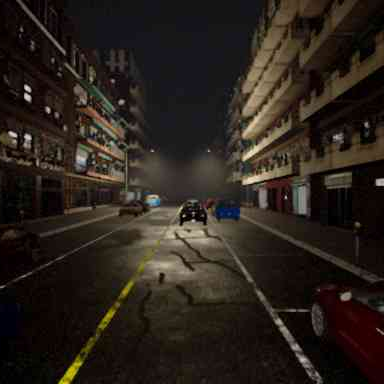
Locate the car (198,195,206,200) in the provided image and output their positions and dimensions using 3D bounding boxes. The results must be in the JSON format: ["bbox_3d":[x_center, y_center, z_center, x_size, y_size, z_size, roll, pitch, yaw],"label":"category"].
[{"bbox_3d":[2.816,1.616,92.762,2.008,1.369,4.403,1,0,0],"label":"car"}]

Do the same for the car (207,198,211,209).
[{"bbox_3d":[2.701,1.547,31.651,1.752,1.417,4.829,1,0,0],"label":"car"}]

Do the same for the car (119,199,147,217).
[{"bbox_3d":[-5.686,1.546,31.348,1.752,1.417,4.829,1,0,0],"label":"car"}]

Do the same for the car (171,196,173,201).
[{"bbox_3d":[-5.697,1.631,70.515,1.802,1.307,4.206,1,0,0],"label":"car"}]

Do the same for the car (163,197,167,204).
[{"bbox_3d":[-5.692,1.588,53.801,2.008,1.369,4.403,1,0,0],"label":"car"}]

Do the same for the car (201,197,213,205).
[{"bbox_3d":[2.654,1.623,59.336,1.802,1.307,4.206,1,0,0],"label":"car"}]

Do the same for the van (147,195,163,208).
[{"bbox_3d":[-5.688,1.374,48.232,1.690,1.788,3.998,1,0,0],"label":"van"}]

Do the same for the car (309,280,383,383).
[{"bbox_3d":[2.699,1.585,3.625,1.802,1.307,4.206,1,0,0],"label":"car"}]

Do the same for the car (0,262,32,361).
[{"bbox_3d":[-3.091,1.602,2.013,1.895,1.301,4.718,0,0,0],"label":"car"}]

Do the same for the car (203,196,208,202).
[{"bbox_3d":[2.670,1.574,42.623,1.887,1.381,4.507,1,0,0],"label":"car"}]

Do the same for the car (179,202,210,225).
[{"bbox_3d":[0.093,1.617,24.249,1.895,1.301,4.718,0,0,0],"label":"car"}]

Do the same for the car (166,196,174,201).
[{"bbox_3d":[-5.789,1.643,87.632,1.802,1.307,4.206,1,0,0],"label":"car"}]

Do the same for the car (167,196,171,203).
[{"bbox_3d":[-5.695,1.596,64.945,2.008,1.369,4.403,1,0,0],"label":"car"}]

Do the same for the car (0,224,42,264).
[{"bbox_3d":[-5.682,1.588,9.234,1.802,1.307,4.206,1,0,0],"label":"car"}]

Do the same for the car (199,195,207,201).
[{"bbox_3d":[2.817,1.612,87.192,2.008,1.369,4.403,1,0,0],"label":"car"}]

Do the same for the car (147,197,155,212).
[{"bbox_3d":[-5.689,1.591,37.089,1.947,1.339,4.313,1,0,0],"label":"car"}]

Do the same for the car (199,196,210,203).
[{"bbox_3d":[2.651,1.600,70.478,2.008,1.369,4.403,1,0,0],"label":"car"}]

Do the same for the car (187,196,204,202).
[{"bbox_3d":[0.088,1.576,42.146,2.033,1.411,5.357,0,0,0],"label":"car"}]

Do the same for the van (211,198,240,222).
[{"bbox_3d":[2.701,1.359,25.909,1.690,1.788,3.998,1,0,0],"label":"van"}]
